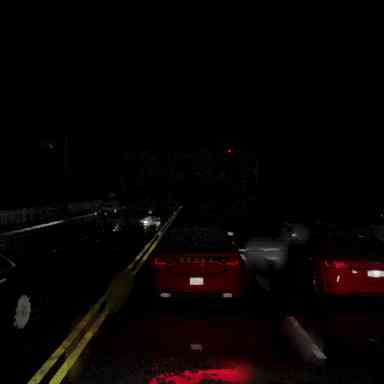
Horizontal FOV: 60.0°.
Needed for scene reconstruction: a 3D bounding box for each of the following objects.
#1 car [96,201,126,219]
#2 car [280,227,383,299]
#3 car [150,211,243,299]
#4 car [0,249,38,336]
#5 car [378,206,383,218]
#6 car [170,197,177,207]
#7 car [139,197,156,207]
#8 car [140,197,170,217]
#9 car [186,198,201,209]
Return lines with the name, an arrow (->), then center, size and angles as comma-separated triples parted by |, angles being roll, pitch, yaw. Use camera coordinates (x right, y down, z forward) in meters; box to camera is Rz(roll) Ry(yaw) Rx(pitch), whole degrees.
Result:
car -> -7.023, 1.525, 29.405 | 1.812, 1.442, 4.674 | 0, 0, 0
car -> 3.639, 1.564, 8.491 | 1.994, 1.385, 4.181 | 0, 0, 1
car -> 0.100, 1.478, 8.540 | 1.882, 1.535, 5.008 | 0, 0, 0
car -> -3.593, 1.504, 3.886 | 1.837, 1.490, 4.892 | 0, 0, 0
car -> 17.418, 1.313, 26.608 | 4.553, 1.767, 2.097 | 0, 0, -1
car -> -3.389, 1.523, 52.252 | 1.837, 1.490, 4.892 | 0, 0, 0
car -> -6.891, 1.493, 52.046 | 2.128, 1.511, 4.902 | 0, 0, 0
car -> -3.532, 1.491, 30.813 | 2.128, 1.511, 4.902 | 0, 0, 0
car -> 0.197, 1.546, 44.807 | 2.033, 1.411, 5.357 | 0, 0, 0
